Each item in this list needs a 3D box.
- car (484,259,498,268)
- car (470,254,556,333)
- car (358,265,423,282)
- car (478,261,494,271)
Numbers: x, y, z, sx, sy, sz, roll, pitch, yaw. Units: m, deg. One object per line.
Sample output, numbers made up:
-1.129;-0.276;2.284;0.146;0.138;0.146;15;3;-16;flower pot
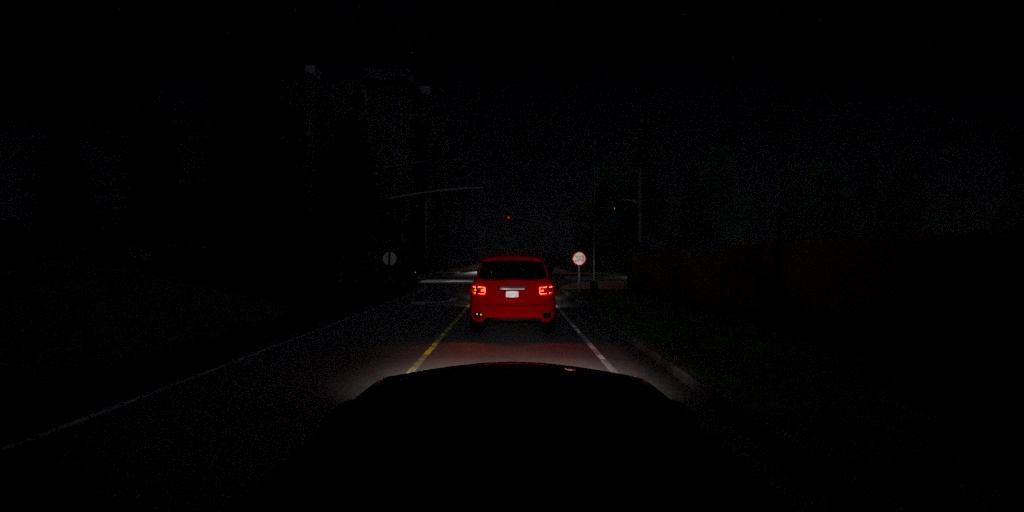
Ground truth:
-3.491;1.297;60.722;2.033;1.411;5.357;0;0;0;car
0.055;0.971;10.914;2.150;2.045;5.566;0;0;1;car
-9.586;1.364;28.568;4.718;1.301;1.895;0;0;2;car
-3.529;1.351;50.086;1.895;1.301;4.718;0;0;0;car
